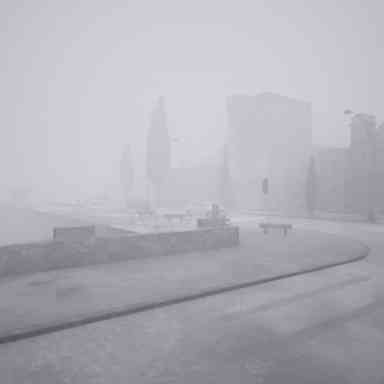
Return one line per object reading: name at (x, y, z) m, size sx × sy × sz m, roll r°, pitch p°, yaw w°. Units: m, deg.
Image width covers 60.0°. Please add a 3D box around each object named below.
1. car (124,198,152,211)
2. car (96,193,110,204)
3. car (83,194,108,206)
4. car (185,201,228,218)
car at (-6.615, 1.503, 40.387) m, size 1.837 × 1.490 × 4.892 m, roll 0°, pitch 0°, yaw -35°
car at (-17.293, 1.221, 62.522) m, size 2.150 × 2.045 × 5.566 m, roll 0°, pitch 0°, yaw -36°
car at (-15.948, 1.549, 53.595) m, size 2.033 × 1.411 × 5.357 m, roll 0°, pitch 0°, yaw -36°
car at (1.176, 1.526, 29.482) m, size 1.812 × 1.442 × 4.674 m, roll 0°, pitch 0°, yaw -36°
